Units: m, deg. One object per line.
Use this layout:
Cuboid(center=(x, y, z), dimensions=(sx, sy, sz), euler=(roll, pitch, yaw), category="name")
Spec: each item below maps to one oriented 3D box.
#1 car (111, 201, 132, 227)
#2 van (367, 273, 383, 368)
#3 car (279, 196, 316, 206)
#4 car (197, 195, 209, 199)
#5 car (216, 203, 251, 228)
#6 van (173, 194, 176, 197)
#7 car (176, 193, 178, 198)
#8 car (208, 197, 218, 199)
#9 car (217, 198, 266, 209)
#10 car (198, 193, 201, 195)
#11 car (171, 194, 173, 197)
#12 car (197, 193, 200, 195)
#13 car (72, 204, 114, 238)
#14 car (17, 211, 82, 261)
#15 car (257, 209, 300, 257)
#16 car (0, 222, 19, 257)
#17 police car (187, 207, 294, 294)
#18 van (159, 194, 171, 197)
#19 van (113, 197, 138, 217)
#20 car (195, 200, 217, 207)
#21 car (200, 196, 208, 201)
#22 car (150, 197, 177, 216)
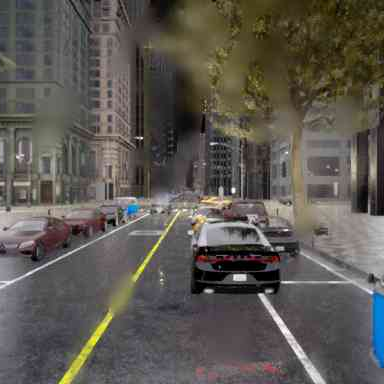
Cuboid(center=(-5.729, 1.569, 23.024), dimensions=(1.947, 1.339, 4.313), euler=(0, 0, 0), category="car")
Cuboid(center=(2.763, 1.341, 2.086), dimensions=(1.690, 1.788, 3.998), euler=(0, 0, 0), category="van")
Cuboid(center=(14.439, 1.243, 45.524), dimensions=(4.902, 1.511, 2.128), euler=(-1, 0, 1), category="car")
Cuboid(center=(3.250, 1.449, 43.775), dimensions=(5.008, 1.535, 1.882), euler=(-2, 1, -31), category="car")
Cuboid(center=(2.796, 1.548, 23.241), dimensions=(1.887, 1.381, 4.507), euler=(0, 0, 0), category="car")
Cuboid(center=(-5.648, 1.398, 82.996), dimensions=(1.690, 1.788, 3.998), euler=(0, 0, 0), category="van")
Cuboid(center=(-5.628, 1.654, 94.046), dimensions=(1.802, 1.307, 4.206), euler=(0, 0, 0), category="car")
Cuboid(center=(2.819, 1.534, 33.992), dimensions=(1.752, 1.417, 4.829), euler=(0, 0, 0), category="car")
Cuboid(center=(2.788, 1.317, 17.952), dimensions=(2.192, 1.841, 5.009), euler=(0, 0, 0), category="car")
Cuboid(center=(2.896, 1.594, 77.440), dimensions=(1.887, 1.381, 4.507), euler=(0, 0, 0), category="car")
Cuboid(center=(-5.666, 1.587, 71.946), dimensions=(1.887, 1.381, 4.507), euler=(0, 0, 0), category="car")
Cuboid(center=(2.911, 1.590, 88.661), dimensions=(1.752, 1.417, 4.829), euler=(0, 0, 0), category="car")
Cuboid(center=(-5.737, 1.546, 17.611), dimensions=(1.887, 1.381, 4.507), euler=(0, 0, 0), category="car")
Cuboid(center=(-5.745, 1.582, 12.197), dimensions=(1.802, 1.307, 4.206), euler=(0, 0, 0), category="car")
Cuboid(center=(2.780, 1.551, 12.663), dimensions=(2.008, 1.369, 4.403), euler=(0, 0, 0), category="car")
Cuboid(center=(-5.754, 1.551, 6.784), dimensions=(2.008, 1.369, 4.403), euler=(0, 0, 0), category="car")
Cuboid(center=(0.914, 1.425, 8.915), dimensions=(1.930, 1.638, 5.238), euler=(0, 0, 0), category="police car")
Cuboid(center=(-5.677, 1.377, 66.421), dimensions=(1.690, 1.788, 3.998), euler=(0, 0, 0), category="van")
Cuboid(center=(-5.721, 1.347, 28.437), dimensions=(1.690, 1.788, 3.998), euler=(0, 0, 0), category="van")
Cuboid(center=(0.930, 1.457, 18.995), dimensions=(1.801, 1.575, 5.366), euler=(0, 0, 0), category="car")
Cuboid(center=(2.903, 1.602, 82.965), dimensions=(1.887, 1.381, 4.507), euler=(0, 0, 0), category="car")
Cuboid(center=(-2.949, 1.500, 32.443), dimensions=(2.128, 1.511, 4.902), euler=(0, 0, 0), category="car")
